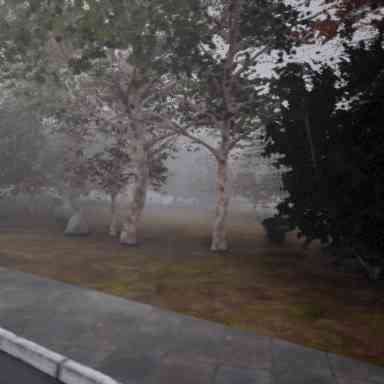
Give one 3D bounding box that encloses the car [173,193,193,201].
[{"bbox_3d":[-2.986,1.354,94.004,2.435,2.045,5.566,6,1,41],"label":"car"}]
